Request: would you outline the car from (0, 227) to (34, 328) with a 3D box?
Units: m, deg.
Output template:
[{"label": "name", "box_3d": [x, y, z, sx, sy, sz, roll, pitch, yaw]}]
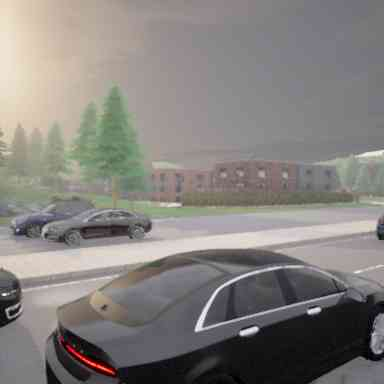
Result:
[{"label": "car", "box_3d": [-5.001, 1.505, 4.453, 4.892, 1.490, 1.837, 0, 0, -36]}]

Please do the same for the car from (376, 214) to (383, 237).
[{"label": "car", "box_3d": [10.692, 1.348, 15.664, 4.553, 1.767, 2.097, 0, 0, -35]}]

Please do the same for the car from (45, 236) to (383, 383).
[{"label": "car", "box_3d": [0.782, 1.504, 4.293, 4.892, 1.490, 1.837, 0, 0, -36]}]

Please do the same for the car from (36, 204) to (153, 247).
[{"label": "car", "box_3d": [-4.141, 1.490, 15.153, 4.902, 1.511, 2.128, 0, 0, -35]}]

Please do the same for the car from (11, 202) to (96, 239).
[{"label": "car", "box_3d": [-6.946, 1.350, 17.452, 4.553, 1.767, 2.097, 0, 0, -35]}]
